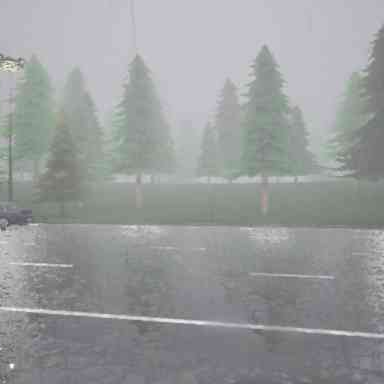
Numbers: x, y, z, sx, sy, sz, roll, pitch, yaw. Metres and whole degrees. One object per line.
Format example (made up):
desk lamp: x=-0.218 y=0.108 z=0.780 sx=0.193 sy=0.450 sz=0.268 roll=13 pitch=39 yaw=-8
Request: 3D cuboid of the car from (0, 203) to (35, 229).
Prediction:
car: x=-12.194 y=1.431 z=20.553 sx=4.892 sy=1.490 sz=1.837 roll=0 pitch=0 yaw=11
